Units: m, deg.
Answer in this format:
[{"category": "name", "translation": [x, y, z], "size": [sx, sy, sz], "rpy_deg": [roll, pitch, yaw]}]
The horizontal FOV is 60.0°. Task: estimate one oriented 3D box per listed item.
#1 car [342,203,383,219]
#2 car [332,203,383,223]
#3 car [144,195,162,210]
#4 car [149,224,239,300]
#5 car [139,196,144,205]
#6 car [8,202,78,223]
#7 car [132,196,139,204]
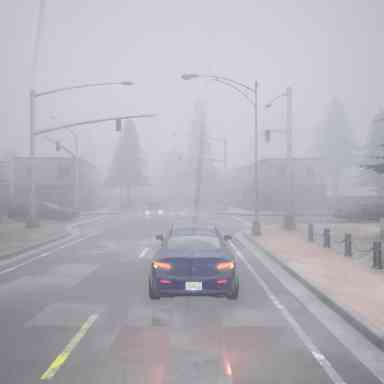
[{"category": "car", "translation": [15.450, 1.585, 28.152], "size": [4.718, 1.301, 1.895], "rpy_deg": [0, 0, 2]}, {"category": "car", "translation": [13.286, 1.532, 24.510], "size": [5.357, 1.411, 2.033], "rpy_deg": [0, 0, 2]}, {"category": "car", "translation": [-4.927, 1.443, 43.109], "size": [1.882, 1.535, 5.008], "rpy_deg": [0, 0, -6]}, {"category": "car", "translation": [0.042, 1.526, 8.280], "size": [1.812, 1.442, 4.674], "rpy_deg": [0, 0, 0]}, {"category": "car", "translation": [-6.675, 1.318, 52.996], "size": [2.097, 1.767, 4.553], "rpy_deg": [0, 0, -15]}, {"category": "car", "translation": [-11.107, 1.462, 25.006], "size": [5.008, 1.535, 1.882], "rpy_deg": [0, 0, 5]}, {"category": "car", "translation": [-10.066, 1.470, 62.803], "size": [1.837, 1.490, 4.892], "rpy_deg": [0, 0, -23]}]
